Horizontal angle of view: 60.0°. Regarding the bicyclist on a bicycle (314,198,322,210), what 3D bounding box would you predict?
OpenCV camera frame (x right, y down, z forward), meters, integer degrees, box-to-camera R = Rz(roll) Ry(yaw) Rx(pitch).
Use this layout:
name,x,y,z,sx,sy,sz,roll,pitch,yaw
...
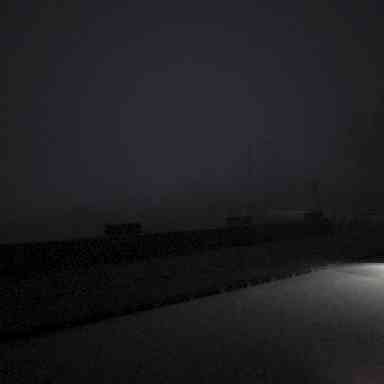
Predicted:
name,x,y,z,sx,sy,sz,roll,pitch,yaw
bicyclist on a bicycle,15.231,1.349,40.125,1.656,1.620,0.582,0,0,-35

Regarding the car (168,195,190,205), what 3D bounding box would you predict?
name,x,y,z,sx,sy,sz,roll,pitch,yaw
car,-2.258,1.352,57.328,2.097,1.767,4.553,0,0,-35

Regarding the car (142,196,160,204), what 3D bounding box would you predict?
name,x,y,z,sx,sy,sz,roll,pitch,yaw
car,-8.129,1.478,65.481,1.882,1.535,5.008,0,0,-35
